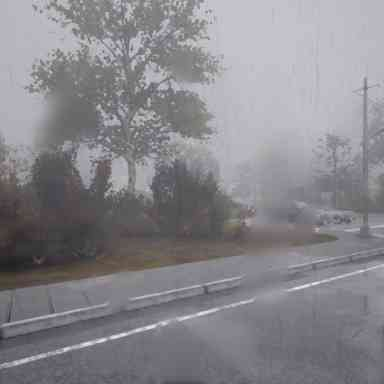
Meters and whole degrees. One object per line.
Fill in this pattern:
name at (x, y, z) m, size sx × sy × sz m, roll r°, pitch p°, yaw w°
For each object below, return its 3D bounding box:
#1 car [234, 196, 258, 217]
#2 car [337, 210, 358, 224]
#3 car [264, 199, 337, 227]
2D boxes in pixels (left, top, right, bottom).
car at (3.944, 1.430, 33.373) m, size 2.150 × 2.045 × 5.566 m, roll 0°, pitch -1°, yaw -41°
car at (10.182, 1.675, 25.840) m, size 1.895 × 1.301 × 4.718 m, roll 0°, pitch -1°, yaw -39°
car at (7.389, 1.426, 23.637) m, size 2.097 × 1.767 × 4.553 m, roll 0°, pitch -1°, yaw -38°
